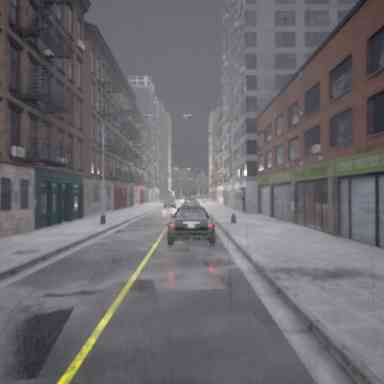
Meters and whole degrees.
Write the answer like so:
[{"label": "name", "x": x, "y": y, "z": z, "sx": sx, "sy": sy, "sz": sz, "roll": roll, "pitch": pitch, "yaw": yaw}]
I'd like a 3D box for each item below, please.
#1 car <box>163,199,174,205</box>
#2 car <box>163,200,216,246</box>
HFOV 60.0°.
[{"label": "car", "x": -3.322, "y": 1.780, "z": 49.854, "sx": 1.837, "sy": 1.490, "sz": 4.892, "roll": 0, "pitch": 0, "yaw": 0}, {"label": "car", "x": -0.035, "y": 1.432, "z": 15.934, "sx": 2.097, "sy": 1.767, "sz": 4.553, "roll": 0, "pitch": 0, "yaw": 0}]
